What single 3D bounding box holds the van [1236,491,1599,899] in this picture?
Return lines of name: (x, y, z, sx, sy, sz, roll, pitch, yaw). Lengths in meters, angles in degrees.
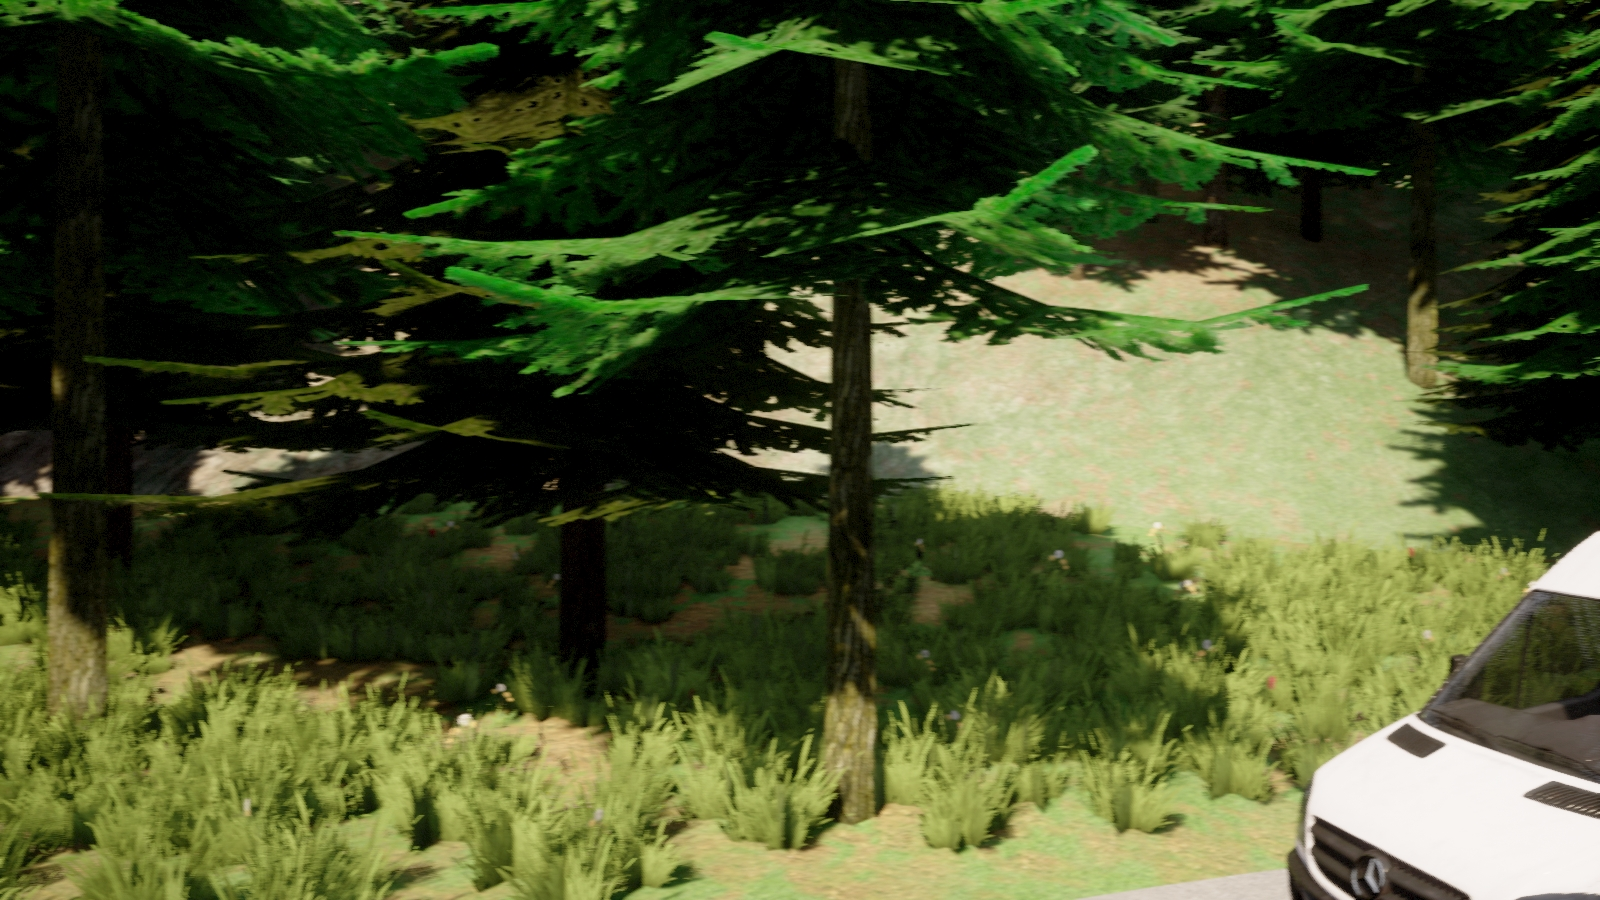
van: (5.452, 1.520, 5.724, 5.915, 2.561, 1.988, 0, 0, -10)
